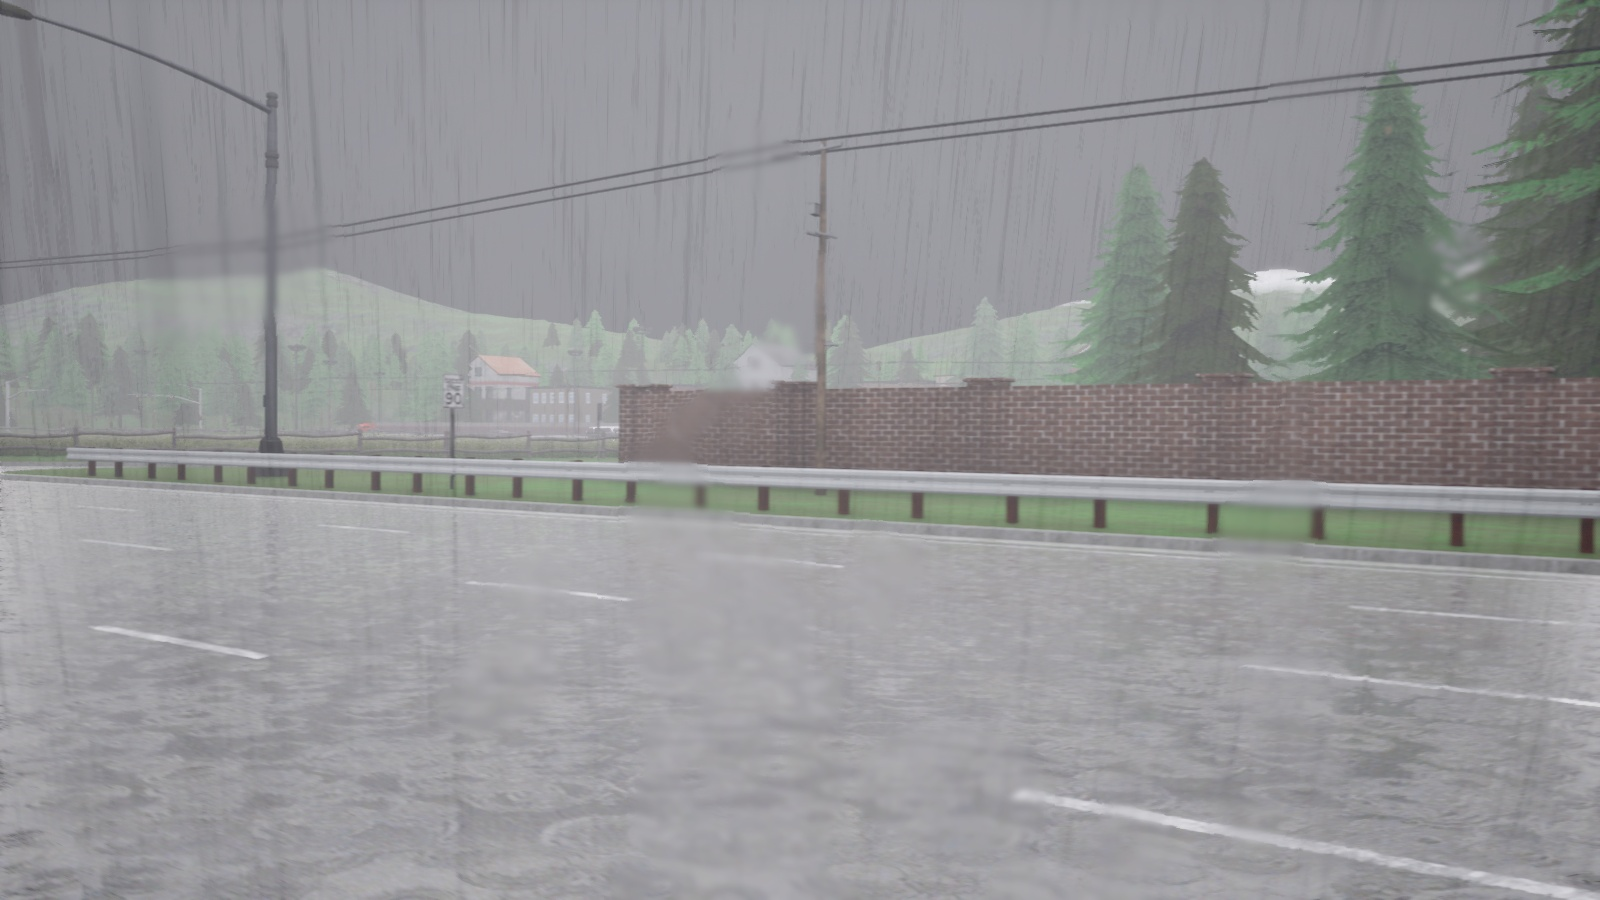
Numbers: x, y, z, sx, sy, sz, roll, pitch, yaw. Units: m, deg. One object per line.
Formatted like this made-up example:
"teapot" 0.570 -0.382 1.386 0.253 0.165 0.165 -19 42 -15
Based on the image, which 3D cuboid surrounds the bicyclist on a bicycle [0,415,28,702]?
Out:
"bicyclist on a bicycle" -5.288 0.617 7.223 1.509 1.612 0.866 0 1 34
